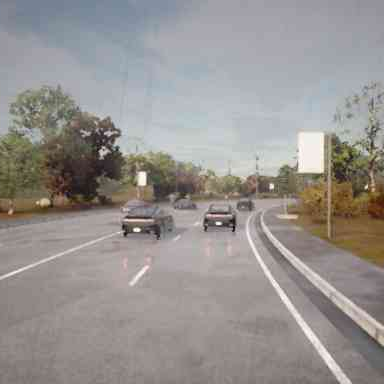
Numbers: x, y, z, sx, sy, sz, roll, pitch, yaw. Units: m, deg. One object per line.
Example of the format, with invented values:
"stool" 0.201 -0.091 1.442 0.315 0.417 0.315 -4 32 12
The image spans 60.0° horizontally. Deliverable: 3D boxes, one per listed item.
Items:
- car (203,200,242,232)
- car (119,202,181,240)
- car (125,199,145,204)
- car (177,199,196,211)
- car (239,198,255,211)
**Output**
"car" 1.815 1.502 20.474 2.128 1.511 4.902 0 0 9
"car" -2.160 1.486 17.243 2.128 1.511 4.902 0 0 7
"car" -6.068 1.500 35.541 1.812 1.442 4.674 0 0 14
"car" -0.856 1.560 41.372 1.994 1.385 4.181 0 0 17
"car" 6.790 1.539 41.873 1.837 1.490 4.892 0 0 17
